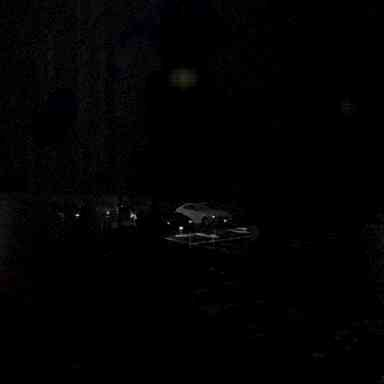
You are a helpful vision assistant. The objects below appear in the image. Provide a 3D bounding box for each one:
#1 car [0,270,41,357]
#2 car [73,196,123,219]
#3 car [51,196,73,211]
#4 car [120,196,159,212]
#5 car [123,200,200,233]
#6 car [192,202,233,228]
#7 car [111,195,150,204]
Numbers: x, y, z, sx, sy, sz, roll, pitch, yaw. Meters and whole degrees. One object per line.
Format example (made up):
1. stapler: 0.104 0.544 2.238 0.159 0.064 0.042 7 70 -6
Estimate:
1. car: -4.152 1.545 3.690 4.507 1.381 1.887 0 -1 -36
2. car: -8.049 1.345 28.149 2.128 1.511 4.902 -1 1 -36
3. car: -14.149 1.246 36.648 1.882 1.535 5.008 -1 1 -36
4. car: -5.852 1.258 36.565 2.033 1.411 5.357 -1 1 -36
5. car: -1.978 1.484 19.747 2.033 1.411 5.357 -1 1 -32
6. car: 0.609 1.415 21.709 1.812 1.442 4.674 -1 1 -36
7. car: -5.365 1.298 29.980 2.128 1.511 4.902 -1 1 -36
